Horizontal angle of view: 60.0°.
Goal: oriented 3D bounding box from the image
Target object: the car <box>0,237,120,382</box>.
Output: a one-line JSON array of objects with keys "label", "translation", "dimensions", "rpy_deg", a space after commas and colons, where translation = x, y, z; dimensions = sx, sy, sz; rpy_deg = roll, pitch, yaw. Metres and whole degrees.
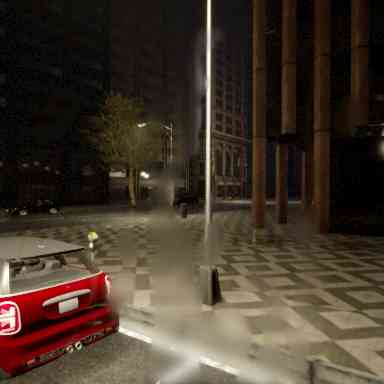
[{"label": "car", "translation": [-3.095, 1.439, 5.303], "dimensions": [4.097, 1.590, 1.967], "rpy_deg": [0, 0, 37]}]

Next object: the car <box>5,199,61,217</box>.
[{"label": "car", "translation": [-14.829, 1.435, 31.231], "dimensions": [1.837, 1.490, 4.892], "rpy_deg": [0, 0, 36]}]

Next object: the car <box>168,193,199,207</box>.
[{"label": "car", "translation": [-1.239, 1.103, 49.625], "dimensions": [2.150, 2.045, 5.566], "rpy_deg": [0, 0, 37]}]
